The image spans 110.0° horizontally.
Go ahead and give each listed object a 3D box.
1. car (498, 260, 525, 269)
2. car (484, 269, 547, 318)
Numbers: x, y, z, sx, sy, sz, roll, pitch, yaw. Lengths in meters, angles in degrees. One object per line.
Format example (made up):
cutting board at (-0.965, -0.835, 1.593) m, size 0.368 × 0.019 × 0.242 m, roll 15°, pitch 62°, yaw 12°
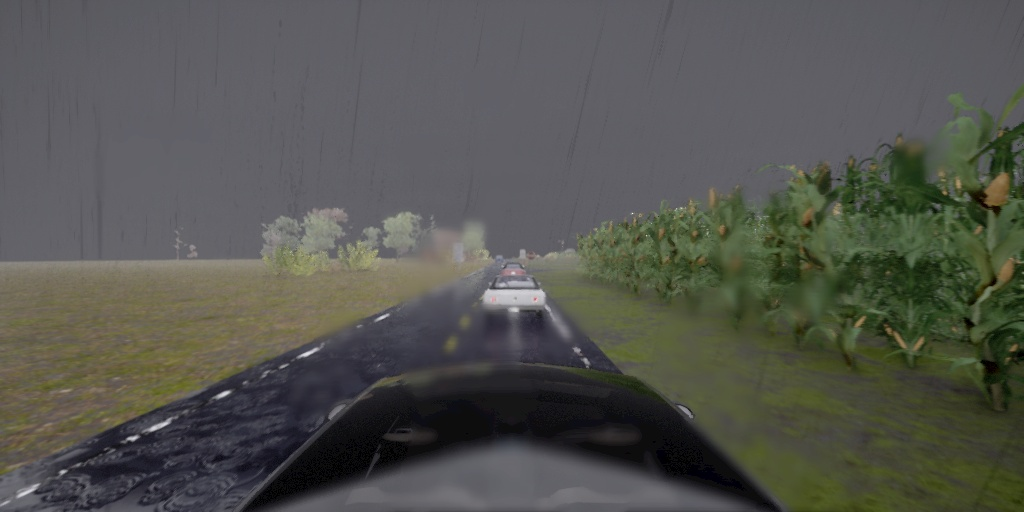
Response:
car at (0.093, 1.219, 28.700) m, size 1.994 × 1.385 × 4.181 m, roll 0°, pitch 0°, yaw 0°
car at (0.096, 1.308, 12.794) m, size 1.895 × 1.301 × 4.718 m, roll 0°, pitch 0°, yaw 0°
